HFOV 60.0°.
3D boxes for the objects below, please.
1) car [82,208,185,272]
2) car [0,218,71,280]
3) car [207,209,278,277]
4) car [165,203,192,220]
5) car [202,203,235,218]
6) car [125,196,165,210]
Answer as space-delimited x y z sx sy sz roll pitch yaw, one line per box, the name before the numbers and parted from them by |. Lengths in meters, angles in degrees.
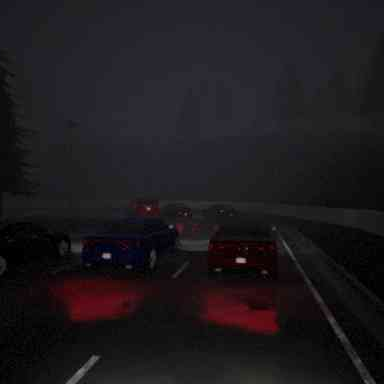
car | -1.782 1.537 11.203 1.882 1.535 5.008 0 0 11
car | -5.558 1.543 10.062 1.837 1.490 4.892 0 0 11
car | 1.676 1.548 10.671 1.882 1.535 5.008 0 0 11
car | -1.553 1.697 29.982 1.812 1.442 4.674 1 -1 -26
car | 2.441 1.709 29.418 1.812 1.442 4.674 1 0 -19
car | -4.178 1.368 27.656 2.150 2.045 5.566 1 -1 -19
